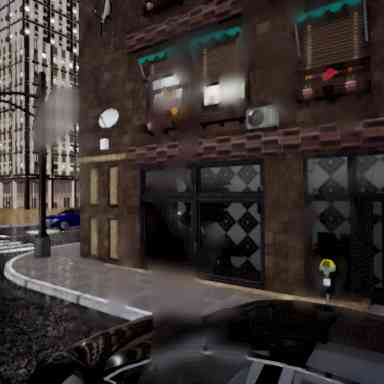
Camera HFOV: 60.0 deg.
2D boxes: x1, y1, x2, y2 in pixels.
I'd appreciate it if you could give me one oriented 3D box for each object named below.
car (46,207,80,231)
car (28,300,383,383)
[{"bbox_3d":[-8.029,1.768,22.982,1.812,1.442,4.674,0,-1,33],"label":"car"},{"bbox_3d":[0.552,1.566,2.490,4.313,1.339,1.947,0,0,35],"label":"car"}]
